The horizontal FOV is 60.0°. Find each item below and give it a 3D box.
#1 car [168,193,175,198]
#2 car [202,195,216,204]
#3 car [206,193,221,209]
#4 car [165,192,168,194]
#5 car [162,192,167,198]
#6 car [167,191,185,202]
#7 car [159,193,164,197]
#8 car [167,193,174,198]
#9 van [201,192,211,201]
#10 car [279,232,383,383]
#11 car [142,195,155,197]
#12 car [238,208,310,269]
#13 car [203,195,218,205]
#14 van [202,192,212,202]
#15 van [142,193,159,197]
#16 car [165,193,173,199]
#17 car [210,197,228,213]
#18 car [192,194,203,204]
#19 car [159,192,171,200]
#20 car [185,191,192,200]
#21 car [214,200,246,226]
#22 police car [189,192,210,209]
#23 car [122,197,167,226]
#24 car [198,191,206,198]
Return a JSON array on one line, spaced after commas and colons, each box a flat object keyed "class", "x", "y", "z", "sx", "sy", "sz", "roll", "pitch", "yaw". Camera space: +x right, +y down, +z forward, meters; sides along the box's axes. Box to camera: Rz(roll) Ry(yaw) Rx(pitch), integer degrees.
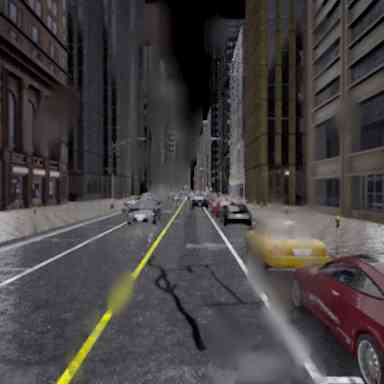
[{"class": "car", "x": -5.764, "y": 0.959, "z": 94.724, "sx": 1.802, "sy": 1.307, "sz": 4.206, "roll": 0, "pitch": 0, "yaw": 0}, {"class": "car", "x": 2.762, "y": 1.177, "z": 55.413, "sx": 2.008, "sy": 1.369, "sz": 4.403, "roll": 0, "pitch": 0, "yaw": 0}, {"class": "car", "x": 2.762, "y": 1.215, "z": 32.938, "sx": 1.967, "sy": 1.590, "sz": 4.097, "roll": 0, "pitch": 0, "yaw": 0}, {"class": "car", "x": -5.764, "y": 1.136, "z": 66.633, "sx": 1.802, "sy": 1.307, "sz": 4.206, "roll": 0, "pitch": 0, "yaw": 0}, {"class": "car", "x": -5.763, "y": 1.193, "z": 55.397, "sx": 1.947, "sy": 1.339, "sz": 4.313, "roll": 0, "pitch": 0, "yaw": 0}, {"class": "car", "x": -3.030, "y": 1.068, "z": 63.608, "sx": 2.128, "sy": 1.511, "sz": 4.902, "roll": 0, "pitch": 0, "yaw": 1}, {"class": "car", "x": -5.763, "y": 1.208, "z": 49.778, "sx": 1.887, "sy": 1.381, "sz": 4.507, "roll": 0, "pitch": 0, "yaw": 0}, {"class": "car", "x": -5.764, "y": 0.994, "z": 89.106, "sx": 1.802, "sy": 1.307, "sz": 4.206, "roll": 0, "pitch": 0, "yaw": 0}, {"class": "van", "x": 2.761, "y": 0.895, "z": 66.649, "sx": 1.690, "sy": 1.788, "sz": 3.998, "roll": 0, "pitch": 0, "yaw": 0}, {"class": "car", "x": 2.763, "y": 1.546, "z": 4.845, "sx": 1.802, "sy": 1.307, "sz": 4.206, "roll": 0, "pitch": 0, "yaw": 0}, {"class": "car", "x": -5.763, "y": 1.304, "z": 38.542, "sx": 1.947, "sy": 1.339, "sz": 4.313, "roll": 0, "pitch": 0, "yaw": 0}, {"class": "car", "x": 2.763, "y": 1.449, "z": 10.634, "sx": 1.752, "sy": 1.417, "sz": 4.829, "roll": 0, "pitch": 0, "yaw": 0}, {"class": "car", "x": 2.762, "y": 1.229, "z": 49.795, "sx": 1.947, "sy": 1.339, "sz": 4.313, "roll": 0, "pitch": 0, "yaw": 0}, {"class": "van", "x": 2.762, "y": 0.931, "z": 61.031, "sx": 1.690, "sy": 1.788, "sz": 3.998, "roll": 0, "pitch": 0, "yaw": 0}, {"class": "van", "x": -5.763, "y": 1.042, "z": 44.159, "sx": 1.690, "sy": 1.788, "sz": 3.998, "roll": 0, "pitch": 0, "yaw": 0}, {"class": "car", "x": -5.764, "y": 0.992, "z": 83.487, "sx": 1.887, "sy": 1.381, "sz": 4.507, "roll": 0, "pitch": 0, "yaw": 0}, {"class": "car", "x": 2.762, "y": 1.357, "z": 27.320, "sx": 1.887, "sy": 1.381, "sz": 4.507, "roll": 0, "pitch": 0, "yaw": 0}, {"class": "car", "x": 0.853, "y": 1.078, "z": 56.188, "sx": 1.801, "sy": 1.575, "sz": 5.366, "roll": 0, "pitch": 0, "yaw": 0}, {"class": "car", "x": -5.764, "y": 0.833, "z": 72.249, "sx": 2.192, "sy": 1.841, "sz": 5.009, "roll": 0, "pitch": 0, "yaw": 0}, {"class": "car", "x": -0.001, "y": 1.037, "z": 73.897, "sx": 1.994, "sy": 1.385, "sz": 4.181, "roll": 0, "pitch": 0, "yaw": 0}, {"class": "car", "x": 2.763, "y": 1.416, "z": 21.702, "sx": 1.947, "sy": 1.339, "sz": 4.313, "roll": 0, "pitch": 0, "yaw": 0}, {"class": "police car", "x": 0.900, "y": 1.153, "z": 40.108, "sx": 1.930, "sy": 1.638, "sz": 5.238, "roll": 0, "pitch": 0, "yaw": 0}, {"class": "car", "x": -3.098, "y": 1.337, "z": 22.294, "sx": 2.128, "sy": 1.511, "sz": 4.902, "roll": 0, "pitch": 0, "yaw": 0}, {"class": "car", "x": 2.761, "y": 0.692, "z": 94.743, "sx": 2.192, "sy": 1.841, "sz": 5.009, "roll": 0, "pitch": 0, "yaw": 0}]
